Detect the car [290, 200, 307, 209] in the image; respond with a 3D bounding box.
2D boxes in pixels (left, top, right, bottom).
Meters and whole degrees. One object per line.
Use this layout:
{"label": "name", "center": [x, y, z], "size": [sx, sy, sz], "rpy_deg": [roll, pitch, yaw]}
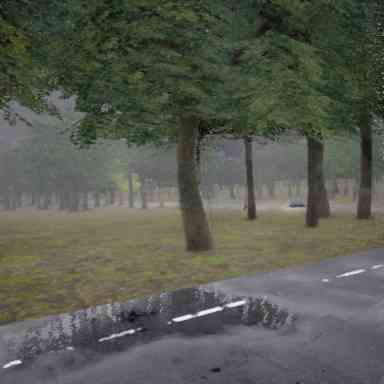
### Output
{"label": "car", "center": [21.349, 2.352, 64.808], "size": [2.097, 1.767, 4.553], "rpy_deg": [-4, 1, -36]}
